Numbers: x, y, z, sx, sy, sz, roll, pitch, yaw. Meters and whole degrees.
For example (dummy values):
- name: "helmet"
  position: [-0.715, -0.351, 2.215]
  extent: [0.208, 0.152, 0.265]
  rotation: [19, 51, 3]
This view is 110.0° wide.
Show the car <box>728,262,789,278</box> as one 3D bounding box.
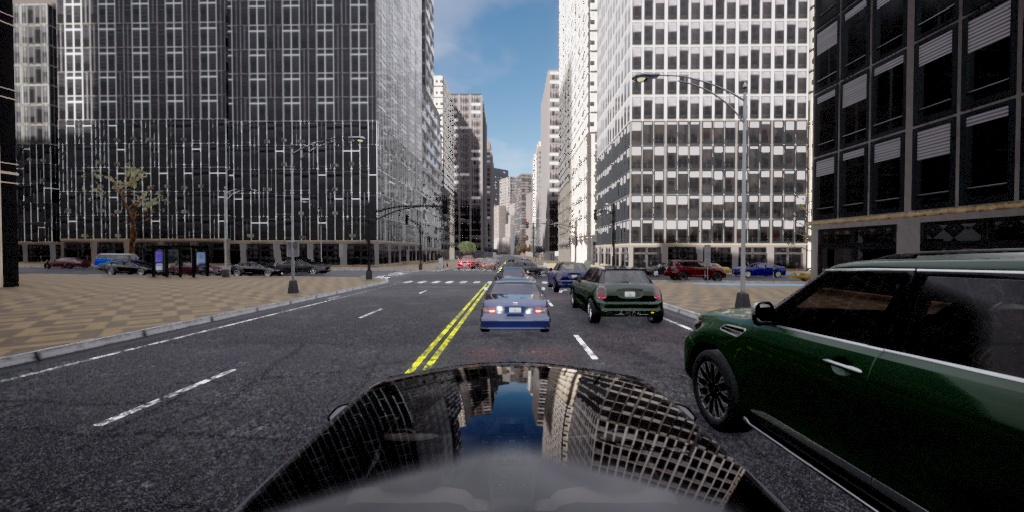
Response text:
- name: "car"
  position: [25.684, 1.420, 37.426]
  extent: [5.008, 1.535, 1.882]
  rotation: [1, 1, 1]

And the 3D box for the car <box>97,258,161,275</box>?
- name: "car"
  position: [-34.174, 1.067, 32.495]
  extent: [4.313, 1.339, 1.948]
  rotation: [0, 0, 1]

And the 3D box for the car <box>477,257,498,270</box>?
- name: "car"
  position: [-3.440, 1.066, 51.230]
  extent: [2.097, 1.767, 4.553]
  rotation: [0, 0, -1]

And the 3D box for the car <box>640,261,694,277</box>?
- name: "car"
  position: [16.206, 1.364, 37.589]
  extent: [4.892, 1.490, 1.837]
  rotation: [0, 1, -1]

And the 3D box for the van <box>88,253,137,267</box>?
- name: "van"
  position: [-45.388, 0.602, 41.127]
  extent: [3.998, 1.789, 1.690]
  rotation: [0, 0, 1]

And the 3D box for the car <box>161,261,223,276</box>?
- name: "car"
  position: [-28.493, 1.136, 32.336]
  extent: [4.207, 1.307, 1.802]
  rotation: [0, 0, 1]

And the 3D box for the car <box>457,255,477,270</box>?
- name: "car"
  position: [-6.721, 0.933, 53.374]
  extent: [2.150, 2.045, 5.566]
  rotation: [0, 0, 0]

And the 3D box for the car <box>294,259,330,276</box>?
- name: "car"
  position: [-20.288, 1.090, 34.881]
  extent: [4.892, 1.490, 1.837]
  rotation: [0, 1, 1]

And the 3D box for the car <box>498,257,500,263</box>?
- name: "car"
  position: [-3.480, 1.229, 60.074]
  extent: [1.812, 1.442, 4.674]
  rotation: [0, 0, 0]

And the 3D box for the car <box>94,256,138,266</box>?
- name: "car"
  position: [-37.295, 0.978, 35.189]
  extent: [5.357, 1.411, 2.033]
  rotation: [1, 1, 1]

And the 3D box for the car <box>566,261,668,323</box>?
- name: "car"
  position: [3.324, 1.097, 12.240]
  extent: [2.097, 1.767, 4.553]
  rotation: [0, 0, 0]

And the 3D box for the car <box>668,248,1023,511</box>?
- name: "car"
  position: [3.345, 0.971, 2.394]
  extent: [2.150, 2.045, 5.566]
  rotation: [0, 0, 0]

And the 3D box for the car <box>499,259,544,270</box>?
- name: "car"
  position: [1.478, 1.287, 34.564]
  extent: [4.892, 1.490, 1.837]
  rotation: [0, 1, 1]

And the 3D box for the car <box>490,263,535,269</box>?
- name: "car"
  position: [0.052, 1.304, 20.036]
  extent: [1.994, 1.385, 4.181]
  rotation: [0, 0, 0]

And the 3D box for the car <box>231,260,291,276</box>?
- name: "car"
  position: [-22.809, 1.172, 32.217]
  extent: [4.313, 1.339, 1.948]
  rotation: [0, 0, 1]

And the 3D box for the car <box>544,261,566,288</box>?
- name: "car"
  position: [3.300, 1.091, 21.104]
  extent: [2.097, 1.767, 4.553]
  rotation: [0, 0, 0]

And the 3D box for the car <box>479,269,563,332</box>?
- name: "car"
  position: [0.079, 1.293, 10.793]
  extent: [2.033, 1.411, 5.357]
  rotation: [0, 0, 0]
